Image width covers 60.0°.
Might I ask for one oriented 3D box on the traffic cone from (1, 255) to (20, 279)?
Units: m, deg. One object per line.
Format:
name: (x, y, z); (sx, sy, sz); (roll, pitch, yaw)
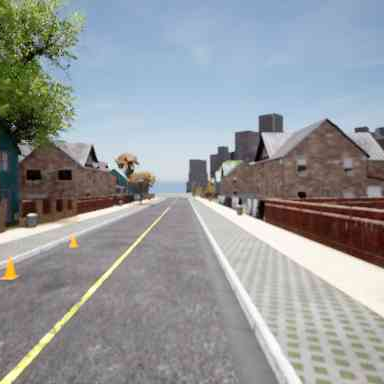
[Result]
traffic cone: (-4.778, 1.961, 8.759); (0.340, 0.580, 0.340); (0, 0, -1)

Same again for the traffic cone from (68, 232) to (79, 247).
traffic cone: (-4.889, 1.947, 13.759); (0.340, 0.580, 0.340); (0, 0, -1)
